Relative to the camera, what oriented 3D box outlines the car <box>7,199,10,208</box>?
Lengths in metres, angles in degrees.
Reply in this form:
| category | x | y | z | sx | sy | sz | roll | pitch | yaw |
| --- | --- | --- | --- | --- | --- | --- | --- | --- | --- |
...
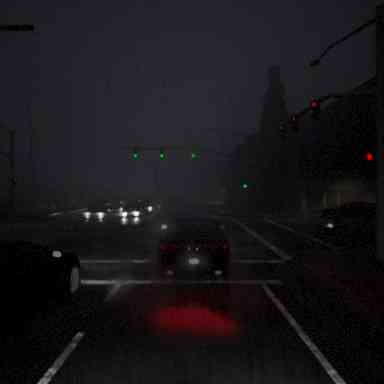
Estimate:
| category | x | y | z | sx | sy | sz | roll | pitch | yaw |
| --- | --- | --- | --- | --- | --- | --- | --- | --- | --- |
| car | -24.911 | 1.159 | 42.062 | 3.866 | 1.878 | 1.905 | 0 | 0 | 0 |

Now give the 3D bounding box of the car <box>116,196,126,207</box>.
| category | x | y | z | sx | sy | sz | roll | pitch | yaw |
| --- | --- | --- | --- | --- | --- | --- | --- | --- | --- |
| car | -10.539 | 1.355 | 48.161 | 2.097 | 1.767 | 4.553 | 0 | 0 | 2 |

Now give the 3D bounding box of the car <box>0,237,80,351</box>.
| category | x | y | z | sx | sy | sz | roll | pitch | yaw |
| --- | --- | --- | --- | --- | --- | --- | --- | --- | --- |
| car | -3.440 | 1.478 | 5.512 | 1.882 | 1.535 | 5.008 | 0 | 0 | 0 |

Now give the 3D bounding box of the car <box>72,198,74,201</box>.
| category | x | y | z | sx | sy | sz | roll | pitch | yaw |
| --- | --- | --- | --- | --- | --- | --- | --- | --- | --- |
| car | -24.922 | 1.399 | 64.581 | 3.806 | 1.475 | 1.970 | 0 | 0 | 0 |

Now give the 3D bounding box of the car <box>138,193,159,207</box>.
| category | x | y | z | sx | sy | sz | roll | pitch | yaw |
| --- | --- | --- | --- | --- | --- | --- | --- | --- | --- |
| car | -6.938 | 1.355 | 51.606 | 2.097 | 1.767 | 4.553 | 0 | 0 | 2 |

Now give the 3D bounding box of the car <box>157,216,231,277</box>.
| category | x | y | z | sx | sy | sz | roll | pitch | yaw |
| --- | --- | --- | --- | --- | --- | --- | --- | --- | --- |
| car | 0.037 | 1.478 | 10.326 | 1.882 | 1.535 | 5.008 | 0 | 0 | 0 |

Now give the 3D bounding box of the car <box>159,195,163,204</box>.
| category | x | y | z | sx | sy | sz | roll | pitch | yaw |
| --- | --- | --- | --- | --- | --- | --- | --- | --- | --- |
| car | -6.637 | 1.356 | 61.459 | 2.097 | 1.767 | 4.553 | 0 | 0 | 2 |

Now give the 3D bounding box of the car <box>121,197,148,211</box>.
| category | x | y | z | sx | sy | sz | roll | pitch | yaw |
| --- | --- | --- | --- | --- | --- | --- | --- | --- | --- |
| car | -7.180 | 1.603 | 41.797 | 1.895 | 1.301 | 4.718 | 0 | 0 | 1 |

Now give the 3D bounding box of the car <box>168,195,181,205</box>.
| category | x | y | z | sx | sy | sz | roll | pitch | yaw |
| --- | --- | --- | --- | --- | --- | --- | --- | --- | --- |
| car | -3.049 | 1.355 | 59.760 | 2.097 | 1.767 | 4.553 | 0 | 0 | 2 |

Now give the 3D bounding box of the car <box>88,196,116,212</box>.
| category | x | y | z | sx | sy | sz | roll | pitch | yaw |
| --- | --- | --- | --- | --- | --- | --- | --- | --- | --- |
| car | -10.727 | 1.507 | 39.161 | 1.837 | 1.490 | 4.892 | 0 | 0 | 1 |

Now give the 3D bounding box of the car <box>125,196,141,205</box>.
| category | x | y | z | sx | sy | sz | roll | pitch | yaw |
| --- | --- | --- | --- | --- | --- | --- | --- | --- | --- |
| car | -10.242 | 1.529 | 58.307 | 1.812 | 1.442 | 4.674 | 0 | 0 | 2 |

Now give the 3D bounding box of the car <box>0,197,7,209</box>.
| category | x | y | z | sx | sy | sz | roll | pitch | yaw |
| --- | --- | --- | --- | --- | --- | --- | --- | --- | --- |
| car | -24.968 | 1.156 | 39.167 | 4.605 | 1.855 | 1.932 | 0 | 0 | 0 |

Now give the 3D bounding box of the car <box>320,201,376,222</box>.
| category | x | y | z | sx | sy | sz | roll | pitch | yaw |
| --- | --- | --- | --- | --- | --- | --- | --- | --- | --- |
| car | 12.646 | 1.479 | 25.989 | 5.008 | 1.535 | 1.882 | 0 | 0 | 0 |

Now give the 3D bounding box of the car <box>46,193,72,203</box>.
| category | x | y | z | sx | sy | sz | roll | pitch | yaw |
| --- | --- | --- | --- | --- | --- | --- | --- | --- | --- |
| car | -24.935 | 1.160 | 61.685 | 3.866 | 1.878 | 1.905 | 0 | 0 | 0 |

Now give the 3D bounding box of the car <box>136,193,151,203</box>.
| category | x | y | z | sx | sy | sz | roll | pitch | yaw |
| --- | --- | --- | --- | --- | --- | --- | --- | --- | --- |
| car | -9.909 | 1.205 | 68.989 | 2.150 | 2.045 | 5.566 | 0 | 0 | 2 |
